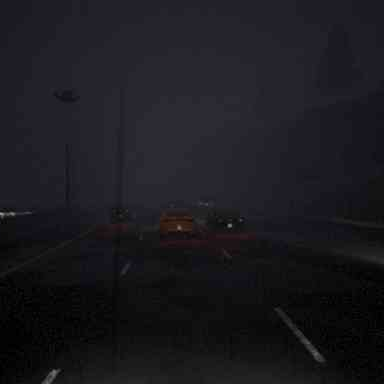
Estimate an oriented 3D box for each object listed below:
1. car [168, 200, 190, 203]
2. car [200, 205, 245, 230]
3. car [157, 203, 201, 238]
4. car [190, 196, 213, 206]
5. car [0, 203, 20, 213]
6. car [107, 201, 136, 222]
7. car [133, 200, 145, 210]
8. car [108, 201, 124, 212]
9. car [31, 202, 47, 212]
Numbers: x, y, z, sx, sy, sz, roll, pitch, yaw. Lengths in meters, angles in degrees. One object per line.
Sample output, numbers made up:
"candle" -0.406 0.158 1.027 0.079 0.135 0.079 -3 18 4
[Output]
"car" -2.172 1.745 42.427 2.097 1.767 4.553 0 -1 -15
"car" 2.019 1.778 22.422 1.895 1.301 4.718 0 -1 -8
"car" -0.943 1.656 19.167 1.882 1.535 5.008 0 0 -7
"car" 1.060 1.606 44.959 2.150 2.045 5.566 0 -1 -17
"car" -25.913 2.241 47.562 1.994 1.385 4.181 0 -1 -19
"car" -6.334 1.816 29.750 2.128 1.511 4.902 0 -1 -11
"car" -8.610 2.032 51.706 2.128 1.511 4.902 0 -1 -20
"car" -10.895 2.049 47.297 1.812 1.442 4.674 0 0 -18
"car" -23.241 2.202 50.517 1.812 1.442 4.674 0 -1 -20
